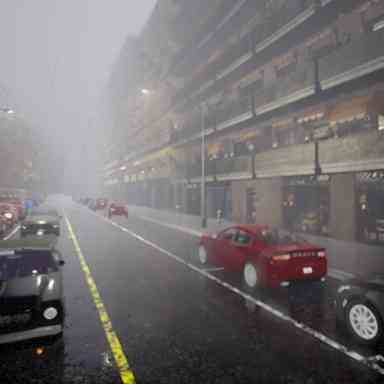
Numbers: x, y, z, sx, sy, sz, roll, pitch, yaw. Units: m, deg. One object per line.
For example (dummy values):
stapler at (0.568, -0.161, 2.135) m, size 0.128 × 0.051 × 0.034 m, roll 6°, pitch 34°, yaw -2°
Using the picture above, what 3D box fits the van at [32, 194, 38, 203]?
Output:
van at (-21.043, 1.382, 42.496) m, size 1.690 × 1.788 × 3.998 m, roll 0°, pitch 0°, yaw -22°

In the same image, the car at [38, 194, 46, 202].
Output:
car at (-29.571, 1.395, 63.340) m, size 2.192 × 1.841 × 5.009 m, roll 0°, pitch 0°, yaw -22°

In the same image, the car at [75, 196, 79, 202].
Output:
car at (-21.815, 1.518, 66.513) m, size 1.967 × 1.590 × 4.097 m, roll 0°, pitch 0°, yaw -22°

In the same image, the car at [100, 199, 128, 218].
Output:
car at (-6.890, 1.597, 30.035) m, size 1.802 × 1.307 × 4.206 m, roll 0°, pitch 0°, yaw -22°

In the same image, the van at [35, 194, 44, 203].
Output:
van at (-33.834, 1.446, 73.762) m, size 1.690 × 1.788 × 3.998 m, roll 0°, pitch 0°, yaw -22°

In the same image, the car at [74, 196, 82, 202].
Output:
car at (-28.211, 1.699, 82.147) m, size 1.802 × 1.307 × 4.206 m, roll 0°, pitch 0°, yaw -22°

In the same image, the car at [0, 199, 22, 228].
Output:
car at (-12.514, 1.449, 21.651) m, size 1.967 × 1.590 × 4.097 m, roll 0°, pitch 0°, yaw -22°

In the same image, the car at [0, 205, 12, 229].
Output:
car at (-10.383, 1.547, 16.442) m, size 1.887 × 1.381 × 4.507 m, roll 0°, pitch 0°, yaw -22°

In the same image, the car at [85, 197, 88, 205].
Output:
car at (-13.287, 1.621, 45.670) m, size 1.802 × 1.307 × 4.206 m, roll 0°, pitch 0°, yaw -22°

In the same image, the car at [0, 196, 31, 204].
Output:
car at (-14.647, 1.332, 26.862) m, size 2.192 × 1.841 × 5.009 m, roll 0°, pitch 0°, yaw -22°

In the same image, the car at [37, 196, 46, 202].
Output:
car at (-38.099, 1.678, 84.184) m, size 1.887 × 1.381 × 4.507 m, roll 0°, pitch 0°, yaw -22°

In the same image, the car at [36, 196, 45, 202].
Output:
car at (-35.967, 1.701, 78.973) m, size 1.802 × 1.307 × 4.206 m, roll 0°, pitch 0°, yaw -22°

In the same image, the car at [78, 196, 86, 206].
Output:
car at (-17.551, 1.623, 56.092) m, size 1.947 × 1.339 × 4.313 m, roll 0°, pitch 0°, yaw -22°

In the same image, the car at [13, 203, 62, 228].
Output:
car at (-8.163, 1.550, 18.120) m, size 2.033 × 1.411 × 5.357 m, roll 0°, pitch 0°, yaw -22°

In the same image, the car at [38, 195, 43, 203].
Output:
car at (-25.307, 1.625, 52.918) m, size 1.947 × 1.339 × 4.313 m, roll 0°, pitch 0°, yaw -22°

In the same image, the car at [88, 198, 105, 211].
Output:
car at (-11.155, 1.471, 40.458) m, size 1.967 × 1.590 × 4.097 m, roll 0°, pitch 0°, yaw -22°

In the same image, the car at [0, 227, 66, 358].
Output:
car at (-3.253, 1.601, 5.860) m, size 1.895 × 1.301 × 4.718 m, roll 0°, pitch 0°, yaw -22°

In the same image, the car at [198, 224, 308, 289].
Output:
car at (1.637, 1.543, 9.194) m, size 1.887 × 1.381 × 4.507 m, roll 0°, pitch 0°, yaw -22°

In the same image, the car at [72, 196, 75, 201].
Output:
car at (-26.143, 1.629, 77.093) m, size 1.752 × 1.417 × 4.829 m, roll 0°, pitch 0°, yaw -22°

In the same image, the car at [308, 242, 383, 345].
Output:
car at (3.769, 1.550, 3.982) m, size 2.008 × 1.369 × 4.403 m, roll 0°, pitch 0°, yaw -22°
